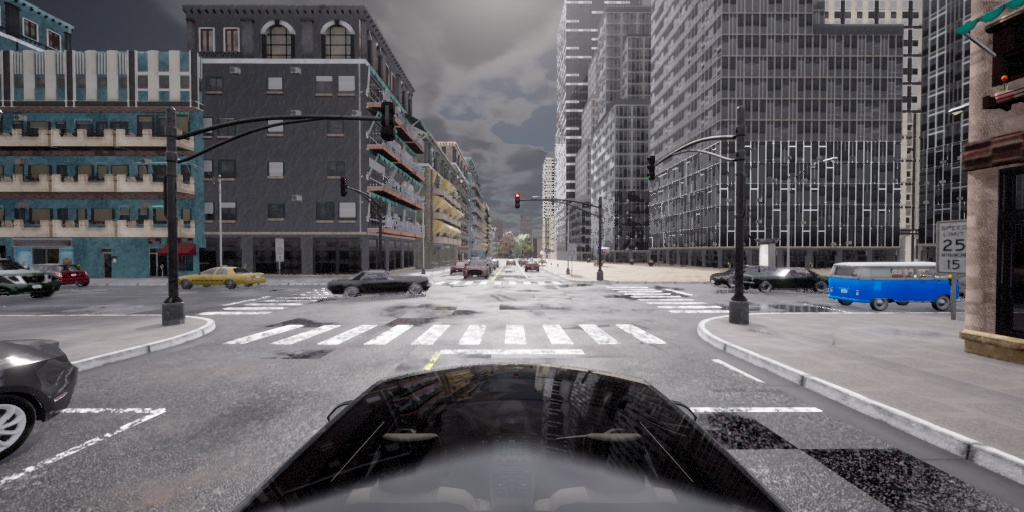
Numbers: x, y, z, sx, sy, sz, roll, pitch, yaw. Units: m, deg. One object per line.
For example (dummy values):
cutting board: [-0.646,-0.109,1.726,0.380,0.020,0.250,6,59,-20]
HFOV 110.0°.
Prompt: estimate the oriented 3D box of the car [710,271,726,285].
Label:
car: [14.617,1.215,22.220,4.313,1.339,1.948,0,0,0]

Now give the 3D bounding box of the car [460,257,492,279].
car: [-3.166,1.096,32.472,2.097,1.767,4.553,0,0,-1]

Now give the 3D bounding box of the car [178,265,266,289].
car: [-17.941,1.246,22.069,4.829,1.417,1.751,0,0,0]

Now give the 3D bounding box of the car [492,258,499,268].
car: [-3.241,1.345,51.564,1.895,1.301,4.718,0,0,0]

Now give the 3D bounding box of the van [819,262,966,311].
van: [14.655,1.117,13.840,3.998,1.789,1.690,0,0,0]

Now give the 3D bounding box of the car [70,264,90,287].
car: [-28.839,1.189,22.018,4.097,1.591,1.967,0,0,0]

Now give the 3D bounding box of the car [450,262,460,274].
car: [-5.804,1.289,40.189,1.888,1.381,4.507,0,0,0]

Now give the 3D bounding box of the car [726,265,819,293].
car: [14.804,1.289,19.622,4.718,1.301,1.895,0,1,0]

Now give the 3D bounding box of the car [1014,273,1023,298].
car: [21.475,1.288,16.450,4.181,1.385,1.994,0,1,0]

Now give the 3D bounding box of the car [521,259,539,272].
car: [2.526,1.289,45.920,1.888,1.381,4.507,0,0,0]

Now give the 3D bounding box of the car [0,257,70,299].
car: [-24.277,1.047,16.233,5.566,2.045,2.150,0,1,0]

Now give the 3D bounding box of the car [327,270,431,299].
car: [-6.523,1.358,17.938,4.718,1.301,1.895,0,1,-22]

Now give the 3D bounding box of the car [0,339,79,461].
car: [-5.690,1.300,2.123,2.007,1.370,4.403,0,0,0]

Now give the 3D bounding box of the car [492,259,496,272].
car: [-3.214,1.345,41.501,1.895,1.301,4.718,0,0,0]
